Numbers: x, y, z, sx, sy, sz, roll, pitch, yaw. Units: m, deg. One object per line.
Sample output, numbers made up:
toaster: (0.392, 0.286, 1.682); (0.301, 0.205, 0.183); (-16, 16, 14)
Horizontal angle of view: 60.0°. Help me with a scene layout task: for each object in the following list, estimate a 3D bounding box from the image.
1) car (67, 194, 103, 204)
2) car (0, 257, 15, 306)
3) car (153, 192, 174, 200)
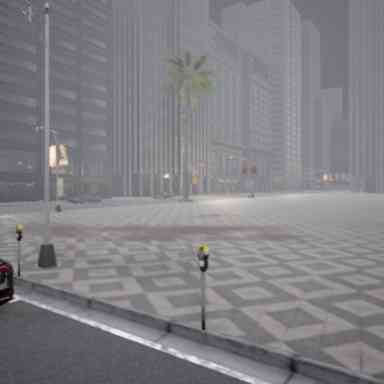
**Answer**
car: (-15.877, 1.021, 49.588); (2.033, 1.411, 5.357); (0, 1, 36)
car: (-5.274, 1.561, 6.705); (4.313, 1.339, 1.947); (0, 0, 35)
car: (-5.483, 0.741, 63.993); (1.837, 1.490, 4.892); (0, 1, 36)
